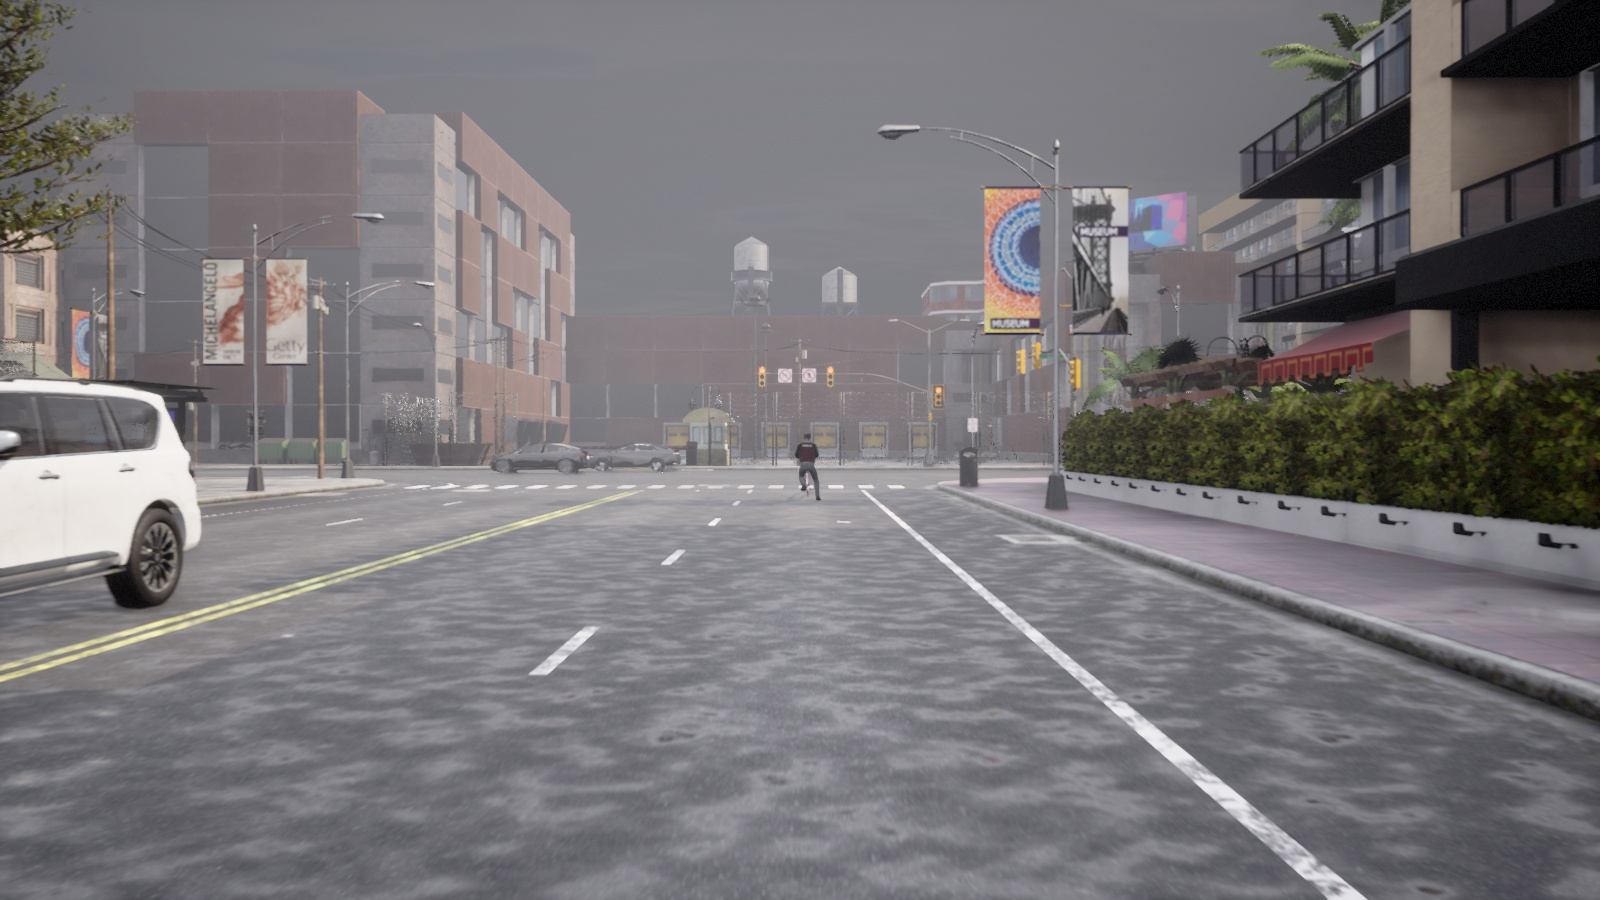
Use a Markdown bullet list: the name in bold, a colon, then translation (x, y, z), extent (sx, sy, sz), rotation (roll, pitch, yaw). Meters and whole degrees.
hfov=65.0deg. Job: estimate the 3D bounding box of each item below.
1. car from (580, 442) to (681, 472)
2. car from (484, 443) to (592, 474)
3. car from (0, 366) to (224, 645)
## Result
- **car**: translation (-8.662, 0.332, 64.627), extent (4.902, 1.511, 2.128), rotation (0, 0, 1)
- **car**: translation (-12.716, 0.392, 61.183), extent (4.792, 1.488, 2.163), rotation (0, 0, 1)
- **car**: translation (-6.924, 0.404, 9.913), extent (2.150, 2.045, 5.566), rotation (0, 0, 1)
